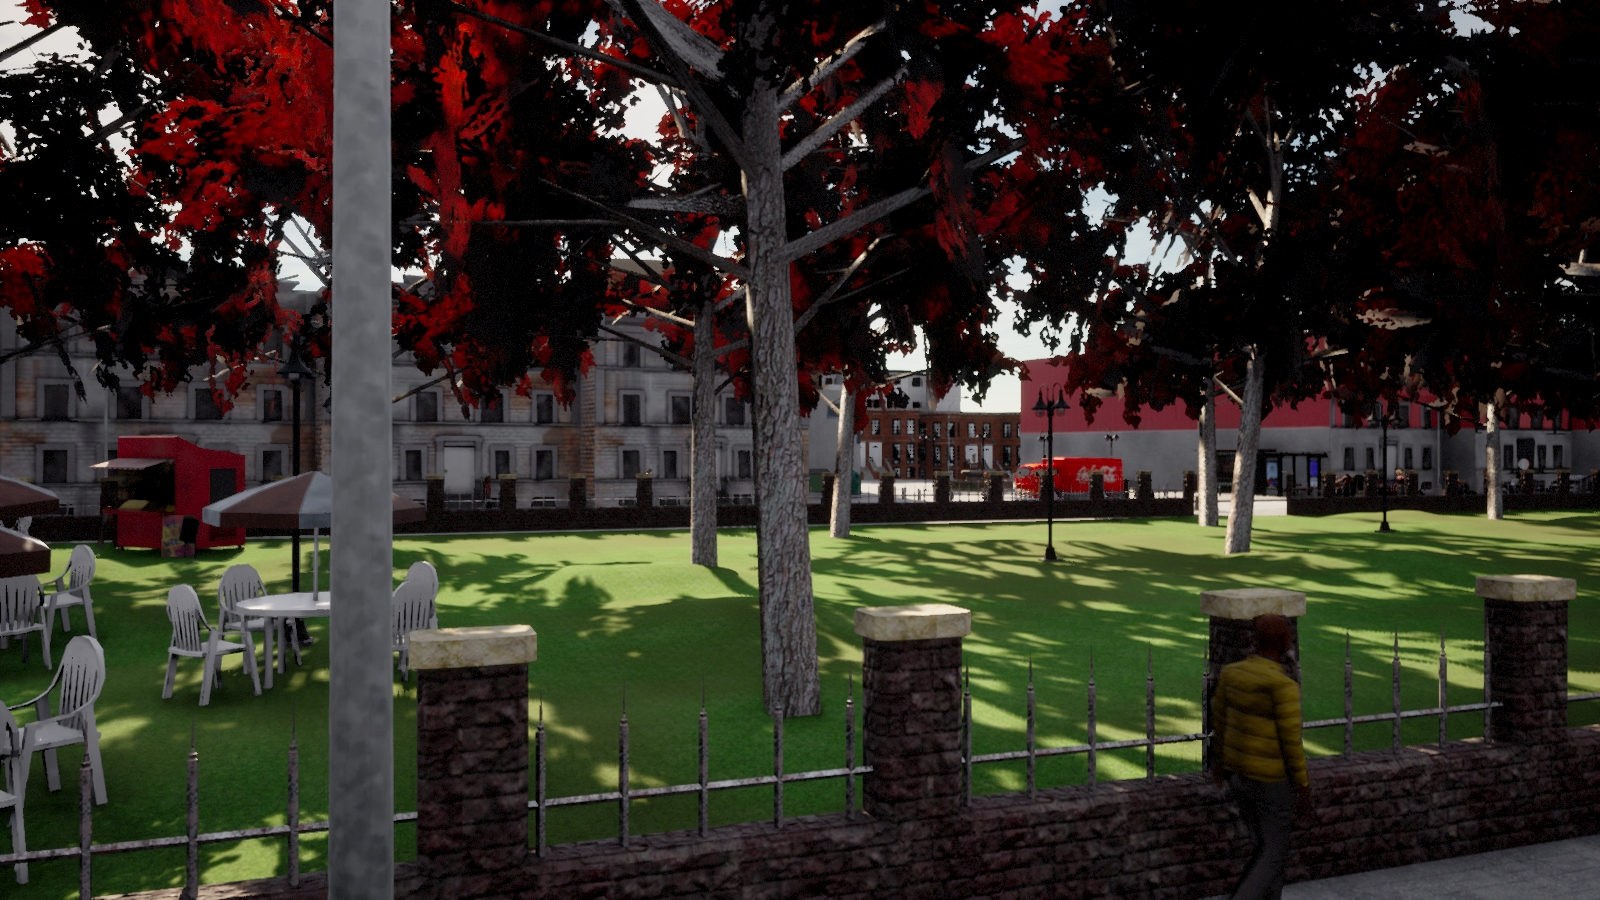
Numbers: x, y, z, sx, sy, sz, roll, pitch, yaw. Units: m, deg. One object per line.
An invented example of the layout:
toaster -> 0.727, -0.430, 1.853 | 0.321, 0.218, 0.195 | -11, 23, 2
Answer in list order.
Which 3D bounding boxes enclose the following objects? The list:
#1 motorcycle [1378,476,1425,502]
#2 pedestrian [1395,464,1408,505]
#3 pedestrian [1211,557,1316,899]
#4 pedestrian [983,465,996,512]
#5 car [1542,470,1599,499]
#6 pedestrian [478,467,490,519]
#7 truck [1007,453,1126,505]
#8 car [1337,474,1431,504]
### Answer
motorcycle -> 31.146, 2.012, 59.124 | 2.356, 1.277, 0.764 | 0, 0, -20
pedestrian -> 27.804, 1.581, 52.789 | 0.375, 1.860, 0.375 | 0, 0, -20
pedestrian -> 2.507, 1.531, 6.194 | 0.375, 1.860, 0.375 | 0, 0, -20
pedestrian -> 7.692, 1.552, 46.322 | 0.375, 1.860, 0.375 | 0, 0, -17
car -> 44.255, 1.907, 63.871 | 4.902, 1.511, 2.128 | 0, 0, -20
pedestrian -> -11.268, 1.530, 40.736 | 0.375, 1.860, 0.375 | 0, 0, -16
truck -> 13.252, 1.388, 56.856 | 5.204, 2.467, 2.627 | 0, 0, -20
car -> 29.992, 1.971, 58.701 | 4.181, 1.385, 1.994 | -1, 0, -20
